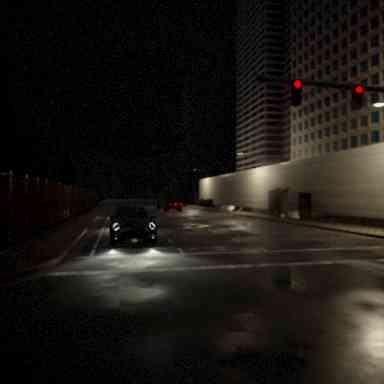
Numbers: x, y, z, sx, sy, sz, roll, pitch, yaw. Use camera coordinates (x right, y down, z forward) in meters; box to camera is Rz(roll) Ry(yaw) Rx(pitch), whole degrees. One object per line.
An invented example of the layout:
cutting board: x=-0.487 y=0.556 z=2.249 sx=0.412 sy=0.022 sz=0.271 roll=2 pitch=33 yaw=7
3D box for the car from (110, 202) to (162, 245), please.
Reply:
car: x=-2.963 y=1.552 z=16.609 sx=2.097 sy=1.767 sz=4.553 roll=0 pitch=-1 yaw=-13

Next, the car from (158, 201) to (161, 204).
car: x=-5.073 y=2.281 z=58.784 sx=2.128 sy=1.511 sz=4.902 roll=0 pitch=-1 yaw=-13

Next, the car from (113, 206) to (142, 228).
car: x=-5.199 y=1.879 z=26.653 sx=2.033 sy=1.411 sz=5.357 roll=0 pitch=-1 yaw=-12

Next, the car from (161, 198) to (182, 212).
car: x=-2.783 y=1.879 z=48.771 sx=2.150 sy=2.045 sz=5.566 roll=0 pitch=-1 yaw=-11

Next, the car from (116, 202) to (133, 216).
car: x=-8.206 y=1.989 z=40.244 sx=1.882 sy=1.535 sz=5.008 roll=0 pitch=-1 yaw=-12
